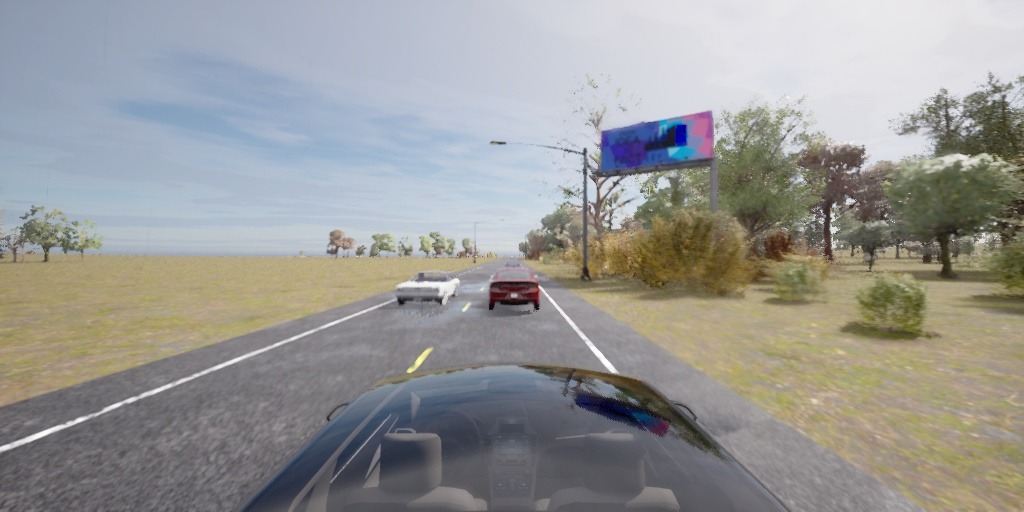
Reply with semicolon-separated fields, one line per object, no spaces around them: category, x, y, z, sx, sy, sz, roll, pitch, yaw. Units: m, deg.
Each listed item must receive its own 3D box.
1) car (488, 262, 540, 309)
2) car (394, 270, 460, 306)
car;0.083;1.196;14.745;1.882;1.535;5.008;0;0;0
car;-3.549;1.318;15.735;1.895;1.301;4.718;0;0;1
